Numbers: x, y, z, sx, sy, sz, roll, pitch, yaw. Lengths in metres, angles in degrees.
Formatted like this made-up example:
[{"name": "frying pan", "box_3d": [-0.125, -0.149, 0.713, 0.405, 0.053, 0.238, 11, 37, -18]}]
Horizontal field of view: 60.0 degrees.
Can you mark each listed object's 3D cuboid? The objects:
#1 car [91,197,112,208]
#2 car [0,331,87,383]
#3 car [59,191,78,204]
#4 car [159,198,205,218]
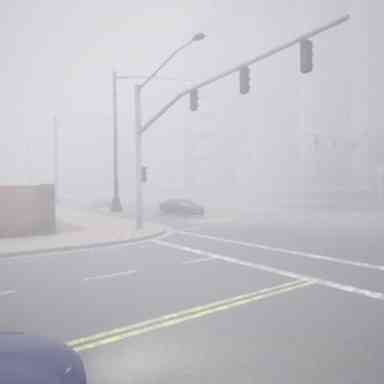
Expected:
[{"name": "car", "box_3d": [-11.615, 1.337, 43.042, 1.994, 1.385, 4.181, -1, 1, -35]}, {"name": "car", "box_3d": [-2.913, 1.548, 1.701, 4.674, 1.442, 1.812, -1, 1, -35]}, {"name": "car", "box_3d": [-21.364, 0.903, 57.139, 2.150, 2.045, 5.566, -1, 1, -35]}, {"name": "car", "box_3d": [-0.911, 1.254, 27.752, 1.882, 1.535, 5.008, -1, 1, -35]}]
